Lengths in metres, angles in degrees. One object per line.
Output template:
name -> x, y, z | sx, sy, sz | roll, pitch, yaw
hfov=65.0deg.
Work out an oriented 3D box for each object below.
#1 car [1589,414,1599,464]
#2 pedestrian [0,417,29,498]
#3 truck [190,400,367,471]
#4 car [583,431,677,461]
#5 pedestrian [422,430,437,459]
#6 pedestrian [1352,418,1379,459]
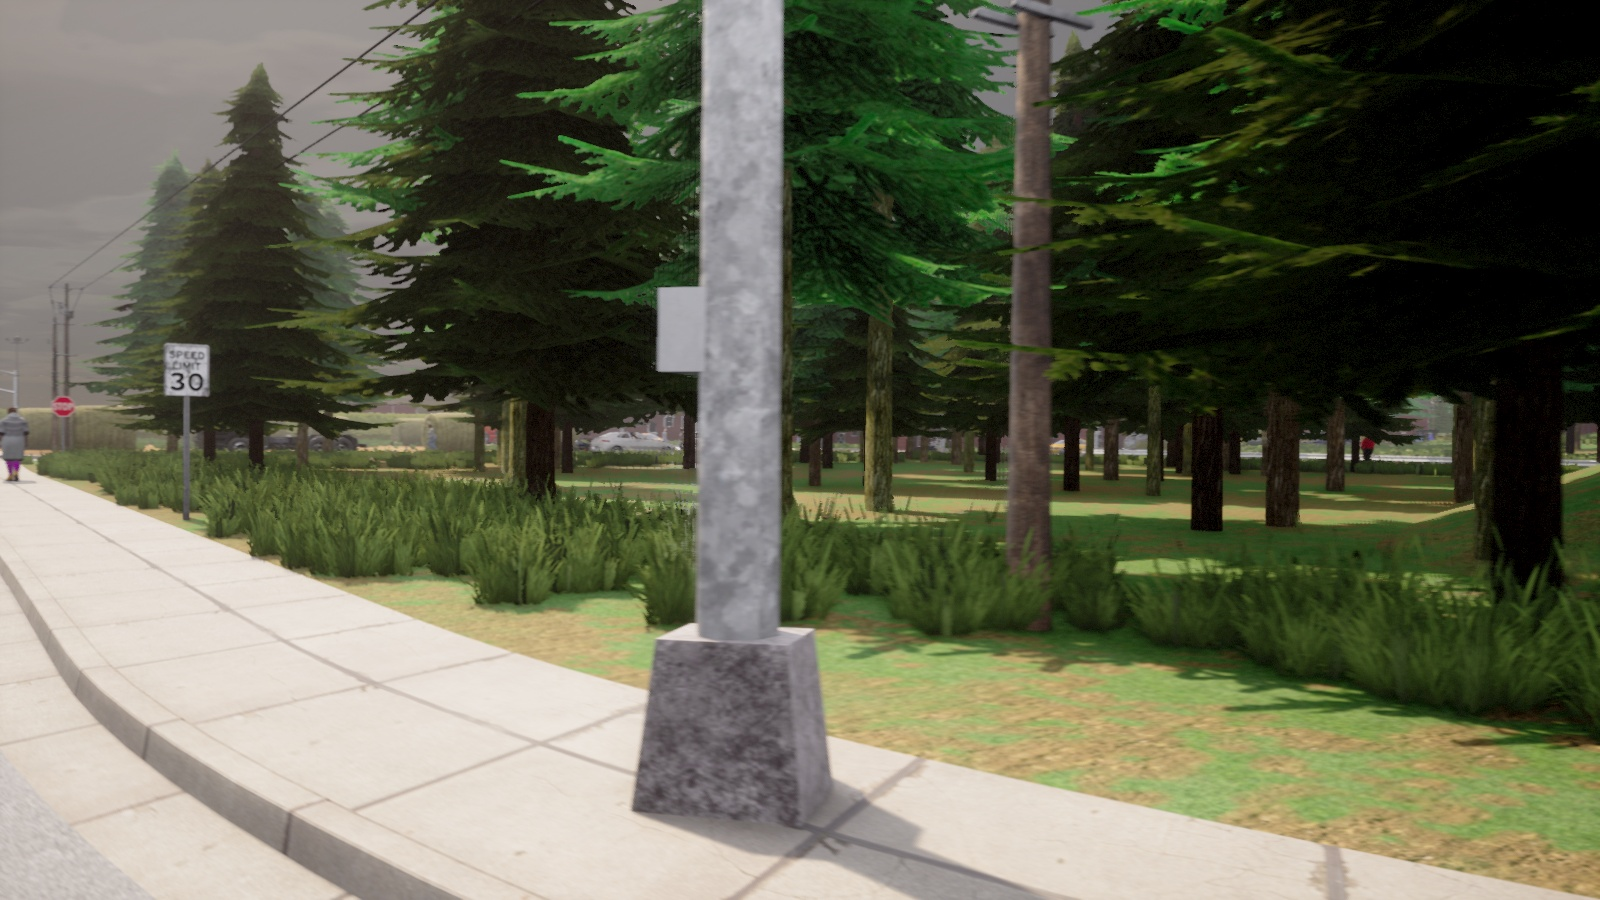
car -> 35.483, -0.460, 50.897 | 2.150, 2.045, 5.566 | -1, 1, -36
pedestrian -> -19.440, 0.175, 30.945 | 0.659, 1.952, 0.873 | -1, 1, -37
truck -> -26.870, -0.764, 64.921 | 7.936, 3.462, 2.891 | -1, 1, -36
car -> -9.880, -0.248, 73.134 | 5.027, 1.651, 2.152 | -1, 1, -36
pedestrian -> -23.426, -0.349, 79.428 | 0.900, 1.855, 0.874 | -1, 1, -16
pedestrian -> 25.631, -0.504, 56.939 | 0.634, 1.844, 0.899 | -1, 1, -33
